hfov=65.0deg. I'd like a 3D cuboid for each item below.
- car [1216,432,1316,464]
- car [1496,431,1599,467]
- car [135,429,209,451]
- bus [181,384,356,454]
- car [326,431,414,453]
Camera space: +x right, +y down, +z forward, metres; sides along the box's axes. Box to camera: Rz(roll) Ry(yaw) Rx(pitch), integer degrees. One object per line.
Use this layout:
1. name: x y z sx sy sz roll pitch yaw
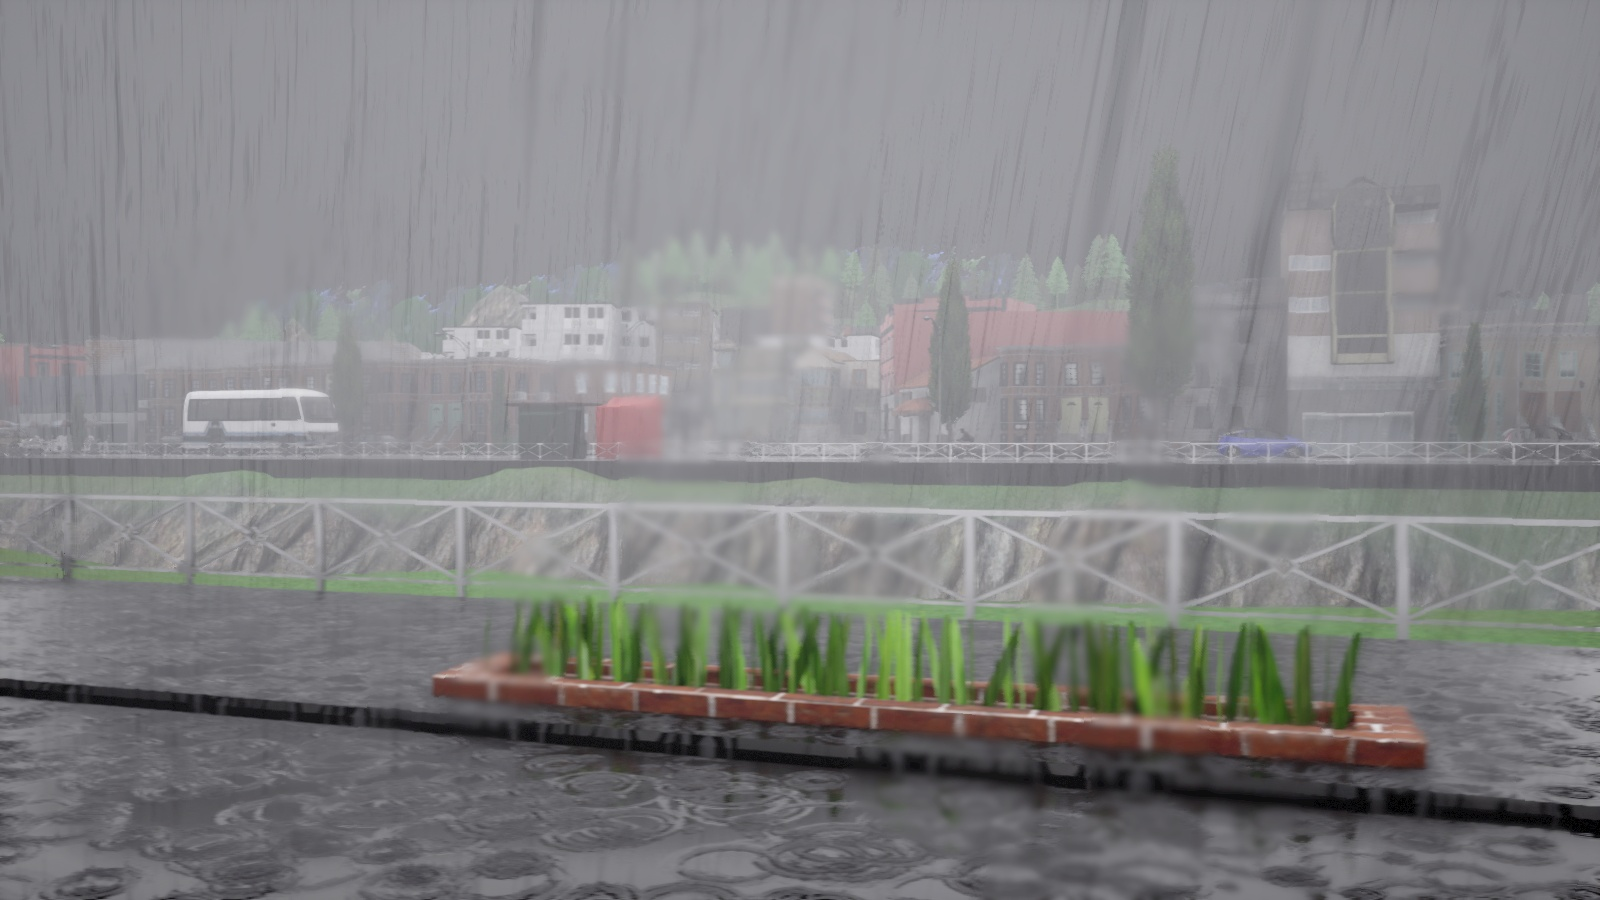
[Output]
1. car: 22.659 -0.122 61.206 4.514 1.525 2.007 1 1 19
2. car: 34.232 -0.064 57.315 3.988 1.617 1.851 1 1 19
3. car: -43.908 -0.719 87.799 4.674 1.442 1.812 1 1 19
4. bus: -33.922 -1.962 80.203 10.273 4.253 3.944 1 1 19
5. car: -28.245 -0.554 82.535 5.357 1.411 2.033 1 1 19
